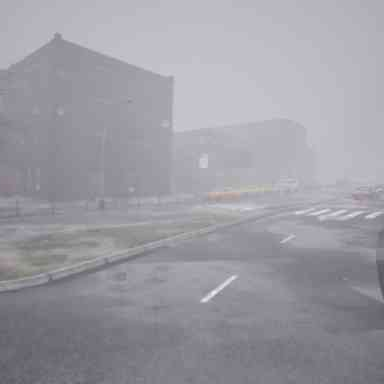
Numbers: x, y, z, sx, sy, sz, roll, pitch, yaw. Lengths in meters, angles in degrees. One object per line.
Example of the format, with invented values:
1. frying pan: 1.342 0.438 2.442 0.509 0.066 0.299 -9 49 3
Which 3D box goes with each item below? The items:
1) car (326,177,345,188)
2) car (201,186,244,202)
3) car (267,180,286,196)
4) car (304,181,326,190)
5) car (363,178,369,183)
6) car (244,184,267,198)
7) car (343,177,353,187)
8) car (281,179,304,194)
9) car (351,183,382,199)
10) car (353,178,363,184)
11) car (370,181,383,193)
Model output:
1. car: 27.803 -1.600 65.752 2.231 1.521 4.892 2 4 39
2. car: 3.097 0.132 35.637 1.946 1.575 5.366 2 4 39
3. car: 10.103 -0.362 44.166 1.946 1.575 5.366 2 4 39
4. car: 20.777 -1.079 57.190 2.163 1.488 4.792 2 4 39
5. car: 41.600 -2.573 82.581 1.946 1.575 5.366 2 4 39
6. car: 6.603 -0.116 39.897 1.946 1.575 5.366 2 4 39
7. car: 31.277 -2.096 69.982 2.435 2.045 5.566 2 4 39
8. car: 13.781 -0.868 48.639 2.435 2.045 5.566 2 4 39
9. car: 19.209 0.064 36.779 1.895 1.301 4.718 2 4 40
10. car: 37.204 -2.264 77.307 2.231 1.521 4.892 2 4 40
11. car: 25.764 -0.436 44.781 1.994 1.385 4.181 2 4 40
